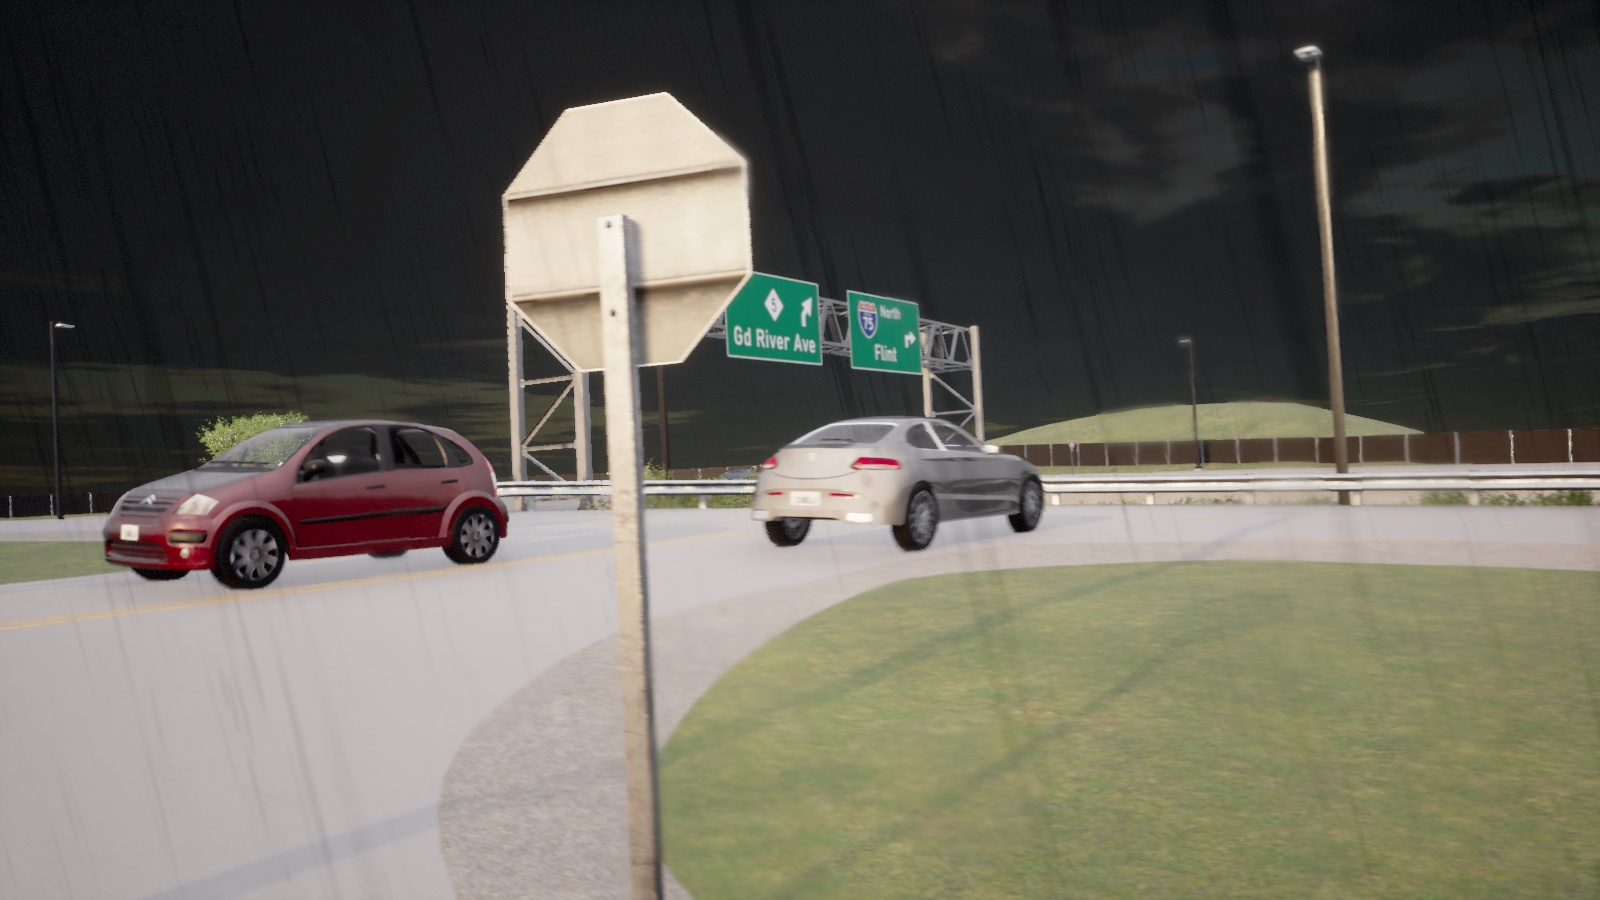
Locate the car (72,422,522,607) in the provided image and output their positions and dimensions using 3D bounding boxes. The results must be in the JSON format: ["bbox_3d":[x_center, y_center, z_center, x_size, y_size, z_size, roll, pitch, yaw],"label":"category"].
[{"bbox_3d":[-5.080,0.544,13.192,1.851,1.617,3.988,-1,1,34],"label":"car"}]

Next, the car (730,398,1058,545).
[{"bbox_3d":[1.451,0.195,16.762,2.152,1.651,5.027,-1,1,33],"label":"car"}]
